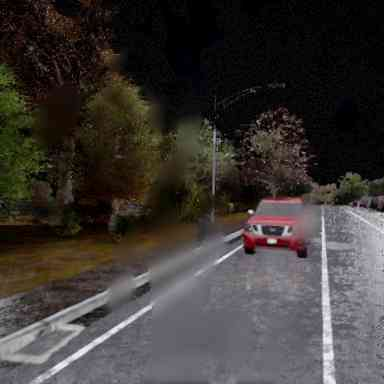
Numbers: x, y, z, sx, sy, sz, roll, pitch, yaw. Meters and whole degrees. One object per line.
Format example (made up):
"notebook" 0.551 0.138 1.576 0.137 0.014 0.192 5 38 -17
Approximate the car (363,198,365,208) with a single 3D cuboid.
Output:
"car" 29.860 2.000 52.063 4.674 1.452 2.002 0 -1 22

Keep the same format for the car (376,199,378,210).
"car" 24.769 1.789 39.173 4.674 1.452 2.002 0 0 22

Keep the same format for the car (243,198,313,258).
"car" 3.660 1.285 13.590 2.150 2.045 5.566 0 0 22

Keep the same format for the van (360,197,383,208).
"van" 34.047 1.986 62.352 4.442 1.987 1.878 0 -1 22

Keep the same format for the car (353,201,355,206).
"car" 36.003 2.367 67.541 4.792 1.488 2.163 0 -1 22

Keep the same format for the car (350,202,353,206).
"car" 36.972 2.150 70.150 5.566 2.045 2.435 0 -1 22

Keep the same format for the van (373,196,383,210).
"van" 25.678 1.542 41.801 4.442 1.987 1.878 0 0 22

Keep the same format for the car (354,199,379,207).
"car" 38.044 2.341 72.702 4.553 1.767 2.185 0 -1 22

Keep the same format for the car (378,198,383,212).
"car" 23.742 1.730 36.595 5.008 1.535 2.097 0 0 22

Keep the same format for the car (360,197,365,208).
"car" 30.850 2.052 54.657 4.792 1.488 2.163 0 -1 22

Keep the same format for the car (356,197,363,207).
"car" 32.922 2.148 59.807 5.008 1.535 2.097 0 -1 22

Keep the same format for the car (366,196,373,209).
"car" 26.833 1.534 44.330 5.566 2.045 2.435 0 0 22
